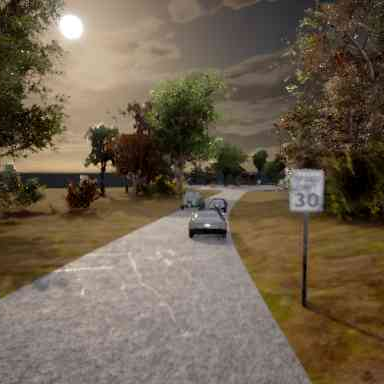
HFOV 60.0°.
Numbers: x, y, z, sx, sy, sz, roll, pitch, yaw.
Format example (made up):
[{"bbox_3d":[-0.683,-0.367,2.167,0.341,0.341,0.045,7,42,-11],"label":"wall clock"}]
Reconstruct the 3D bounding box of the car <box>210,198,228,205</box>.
[{"bbox_3d":[2.969,1.360,36.781,2.033,1.411,5.357,1,2,9],"label":"car"}]

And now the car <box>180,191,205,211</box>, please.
[{"bbox_3d":[0.140,0.985,37.594,2.150,2.045,5.566,1,1,9],"label":"car"}]

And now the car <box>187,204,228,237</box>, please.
[{"bbox_3d":[0.905,1.612,18.376,1.994,1.385,4.181,0,0,4],"label":"car"}]
